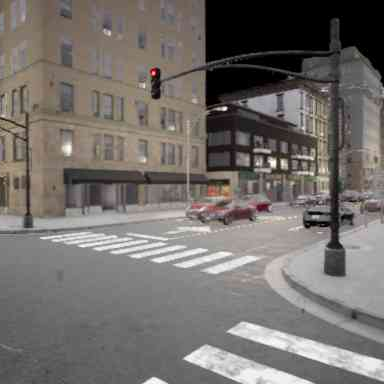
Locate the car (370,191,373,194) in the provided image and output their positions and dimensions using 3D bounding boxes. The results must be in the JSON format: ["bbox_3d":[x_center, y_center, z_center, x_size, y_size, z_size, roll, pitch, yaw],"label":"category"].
[{"bbox_3d":[29.892,0.450,56.896,2.008,1.369,4.403,0,1,40],"label":"car"}]

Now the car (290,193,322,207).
[{"bbox_3d":[12.061,0.923,35.896,1.802,1.307,4.206,1,1,40],"label":"car"}]

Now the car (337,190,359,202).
[{"bbox_3d":[22.759,0.513,48.494,1.967,1.590,4.097,0,1,40],"label":"car"}]

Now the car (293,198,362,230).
[{"bbox_3d":[7.480,1.243,18.101,1.947,1.339,4.313,1,1,40],"label":"car"}]

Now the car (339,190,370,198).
[{"bbox_3d":[20.015,0.756,41.265,2.033,1.411,5.357,1,1,41],"label":"car"}]

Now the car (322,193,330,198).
[{"bbox_3d":[15.627,0.801,40.095,2.008,1.369,4.403,1,1,40],"label":"car"}]

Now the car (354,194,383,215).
[{"bbox_3d":[14.613,1.072,26.503,1.802,1.307,4.206,1,1,40],"label":"car"}]

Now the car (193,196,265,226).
[{"bbox_3d":[2.391,1.187,20.585,1.812,1.442,4.674,1,1,40],"label":"car"}]

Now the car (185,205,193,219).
[{"bbox_3d":[1.362,1.060,23.293,1.967,1.590,4.097,1,1,40],"label":"car"}]

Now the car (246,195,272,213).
[{"bbox_3d":[4.928,0.966,27.493,1.967,1.590,4.097,1,1,40],"label":"car"}]
